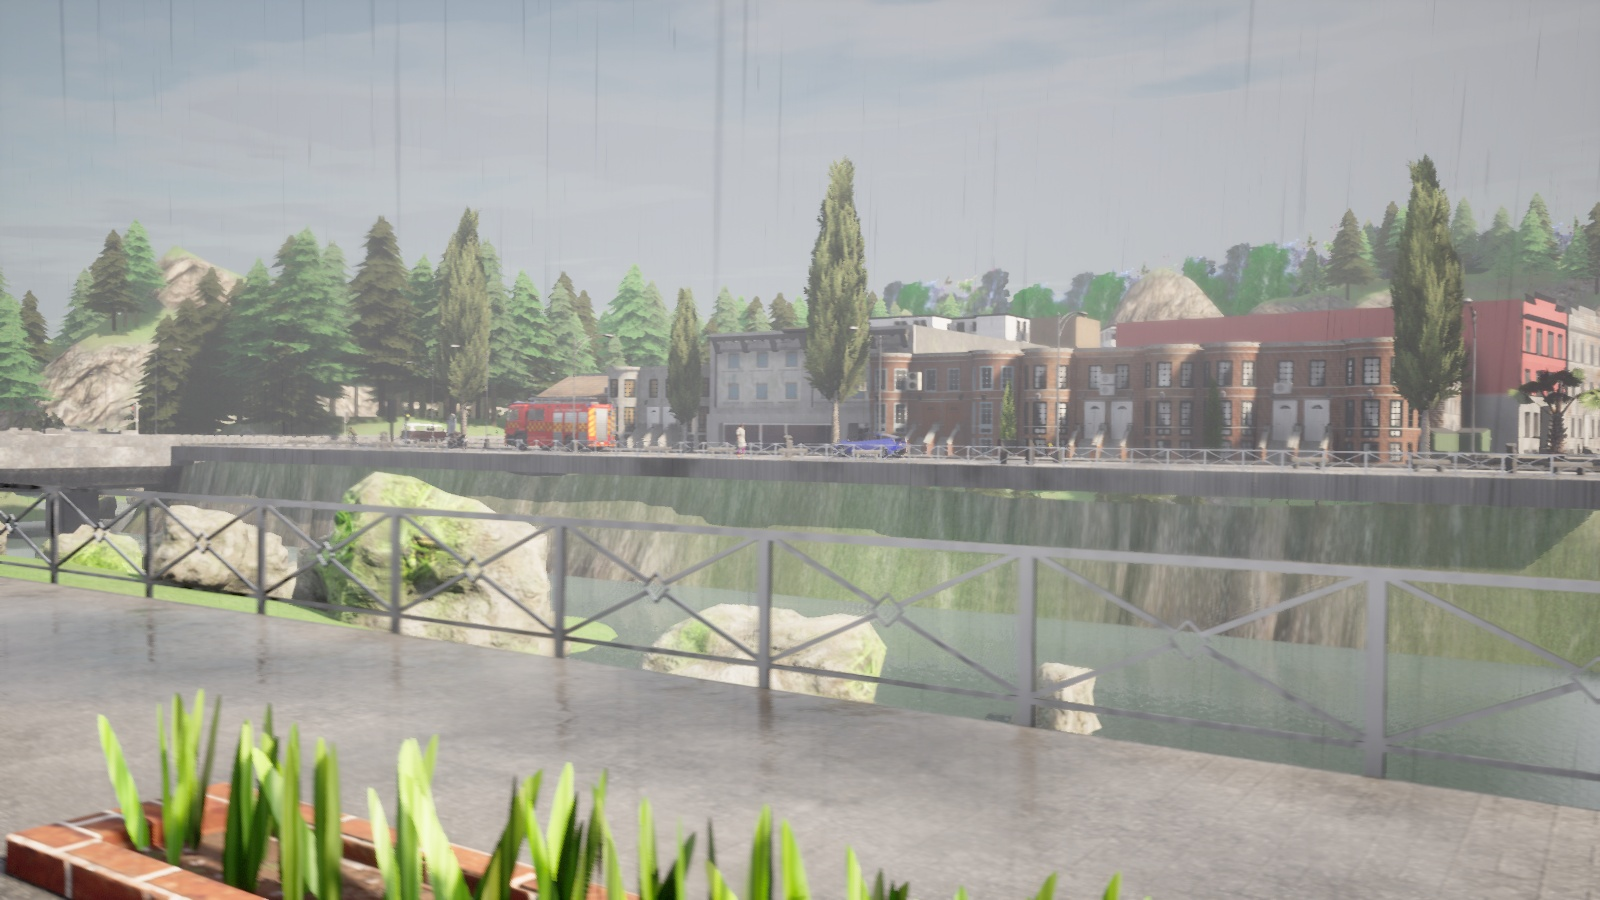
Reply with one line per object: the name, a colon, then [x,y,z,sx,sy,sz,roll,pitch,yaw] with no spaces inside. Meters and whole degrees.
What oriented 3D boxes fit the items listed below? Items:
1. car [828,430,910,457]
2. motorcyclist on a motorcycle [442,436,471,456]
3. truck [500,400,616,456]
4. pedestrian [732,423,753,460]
car: [4.150,-0.390,75.488,4.514,1.525,2.007,0,1,34]
motorcyclist on a motorcycle: [-26.132,-0.301,95.596,2.191,1.530,0.866,0,1,34]
truck: [-17.354,-1.503,89.743,8.468,3.827,2.891,0,1,34]
pedestrian: [-3.066,-0.448,67.201,0.873,1.952,0.659,0,1,38]
